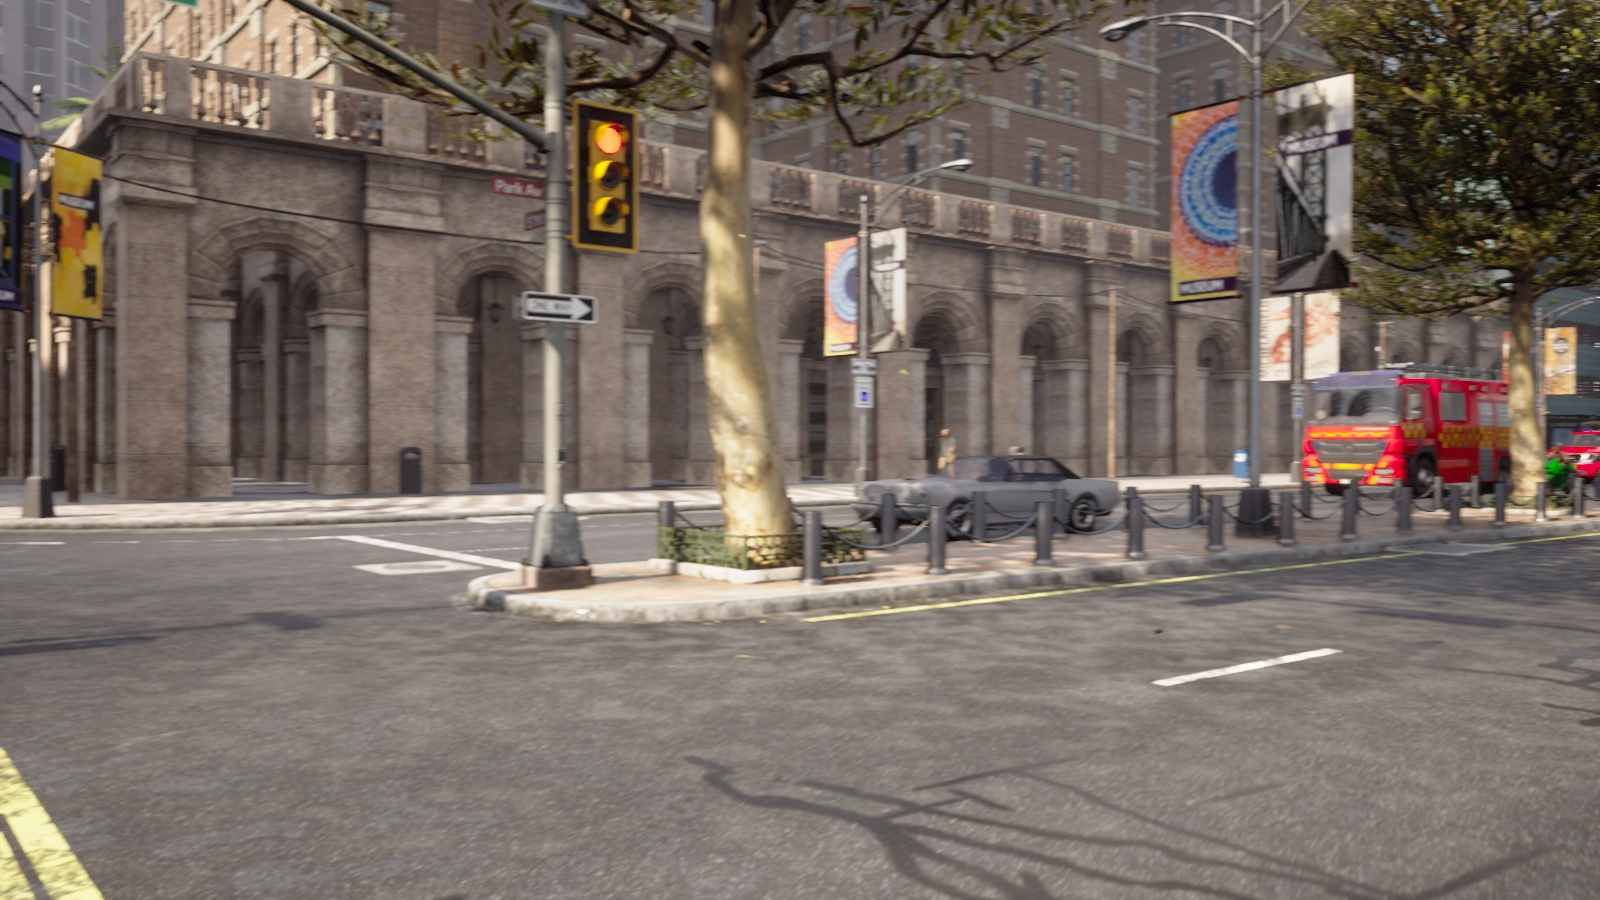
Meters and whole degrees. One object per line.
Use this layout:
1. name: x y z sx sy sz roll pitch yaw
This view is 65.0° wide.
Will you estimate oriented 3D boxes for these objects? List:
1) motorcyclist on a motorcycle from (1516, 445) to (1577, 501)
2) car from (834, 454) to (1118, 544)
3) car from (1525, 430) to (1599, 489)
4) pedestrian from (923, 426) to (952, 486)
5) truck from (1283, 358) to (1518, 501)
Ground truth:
1. motorcyclist on a motorcycle: 20.997 0.618 35.303 2.044 1.523 0.797 0 0 -39
2. car: 2.998 0.739 20.802 4.718 1.301 1.895 0 0 -38
3. car: 29.025 0.328 46.213 5.566 2.045 2.150 0 0 -39
4. pedestrian: 4.305 0.194 39.286 0.694 1.848 0.540 0 0 -39
5. truck: 18.026 -0.554 37.397 8.468 3.827 2.891 0 0 -39
